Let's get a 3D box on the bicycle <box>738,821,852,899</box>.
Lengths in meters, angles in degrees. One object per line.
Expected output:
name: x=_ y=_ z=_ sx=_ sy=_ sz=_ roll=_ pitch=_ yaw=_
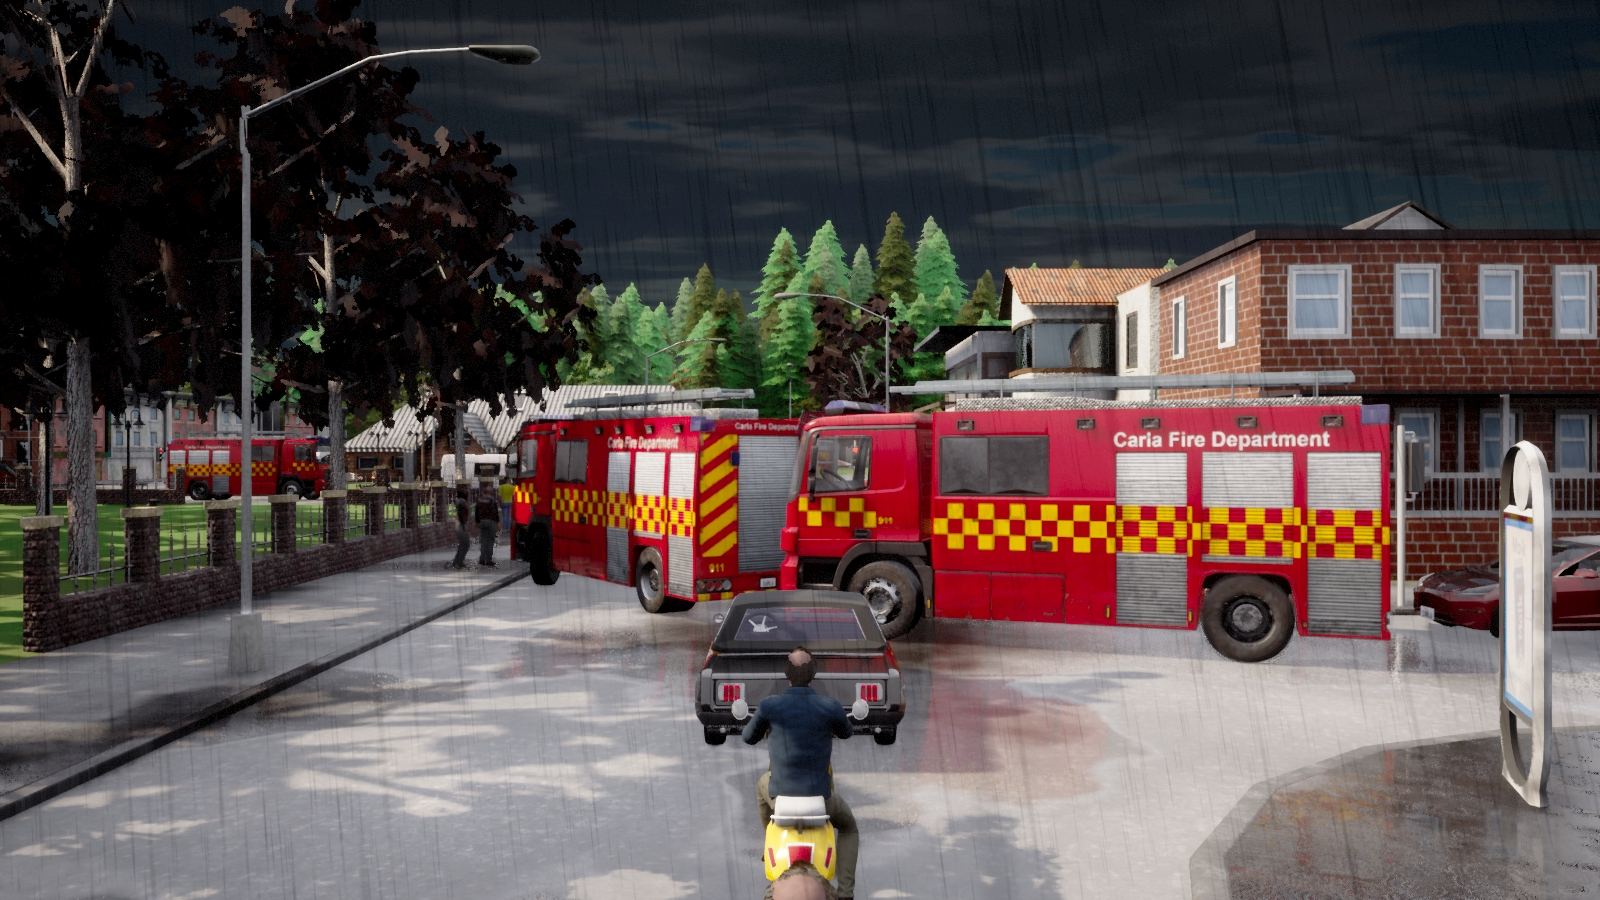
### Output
bicycle: x=-0.015 y=1.938 z=3.086 sx=0.329 sy=1.271 sz=1.835 roll=0 pitch=0 yaw=0

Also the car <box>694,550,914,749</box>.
car: x=0.033 y=1.930 z=12.217 sx=1.895 sy=1.301 sz=4.718 roll=0 pitch=0 yaw=0

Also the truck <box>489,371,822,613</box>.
truck: x=-3.225 y=0.662 z=22.435 sx=2.891 sy=3.827 sz=8.468 roll=0 pitch=0 yaw=-35

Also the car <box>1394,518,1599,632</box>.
car: x=11.947 y=1.835 z=17.293 sx=4.792 sy=1.488 sz=2.163 roll=0 pitch=0 yaw=0

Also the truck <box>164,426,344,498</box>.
truck: x=-29.853 y=0.645 z=62.699 sx=8.468 sy=3.827 sz=2.891 roll=0 pitch=0 yaw=1

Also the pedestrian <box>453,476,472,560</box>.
pedestrian: x=-7.579 y=1.514 z=25.661 sx=0.375 sy=1.860 sz=0.375 roll=0 pitch=0 yaw=-12

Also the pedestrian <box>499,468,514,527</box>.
pedestrian: x=-9.363 y=1.511 z=36.449 sx=0.375 sy=1.860 sz=0.375 roll=0 pitch=0 yaw=-1

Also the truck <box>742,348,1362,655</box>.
truck: x=3.589 y=0.662 z=17.142 sx=8.468 sy=3.827 sz=2.891 roll=0 pitch=0 yaw=21

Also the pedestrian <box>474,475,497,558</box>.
pedestrian: x=-7.189 y=1.514 z=26.133 sx=0.375 sy=1.860 sz=0.375 roll=0 pitch=0 yaw=12

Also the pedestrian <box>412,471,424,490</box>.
pedestrian: x=-23.585 y=1.876 z=70.450 sx=0.500 sy=1.100 sz=0.500 roll=0 pitch=0 yaw=19

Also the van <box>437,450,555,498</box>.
van: x=-16.613 y=1.289 z=62.612 sx=5.915 sy=2.561 sz=1.988 roll=0 pitch=0 yaw=0
